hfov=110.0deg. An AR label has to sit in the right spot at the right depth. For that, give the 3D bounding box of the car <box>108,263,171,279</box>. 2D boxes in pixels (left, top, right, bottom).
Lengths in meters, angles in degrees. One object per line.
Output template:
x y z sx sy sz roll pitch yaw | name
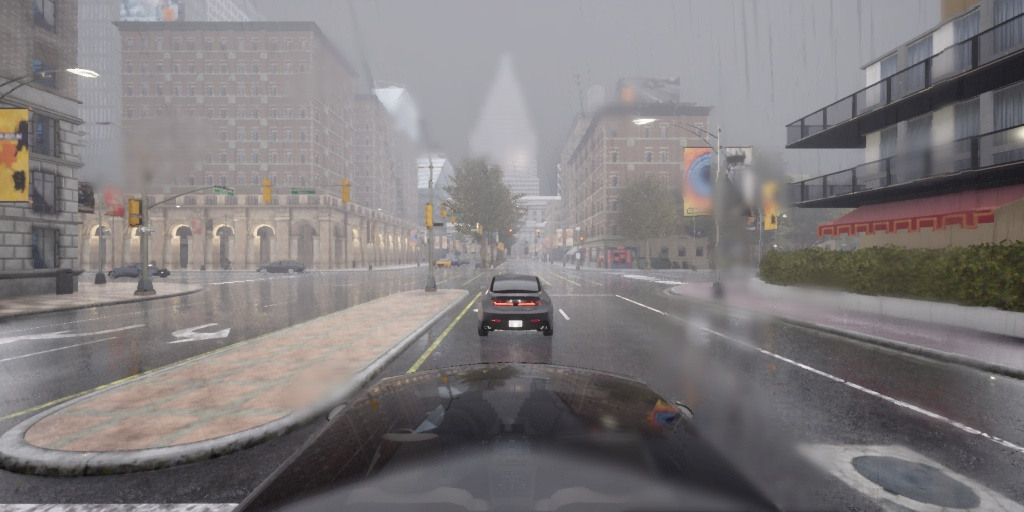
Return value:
-33.556 1.314 32.352 4.181 1.385 1.994 0 0 0 | car

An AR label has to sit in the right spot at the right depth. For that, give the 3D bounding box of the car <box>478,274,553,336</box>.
0.101 1.255 10.369 1.837 1.490 4.892 0 0 0 | car

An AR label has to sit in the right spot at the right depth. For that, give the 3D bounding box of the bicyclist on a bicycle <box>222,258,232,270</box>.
-37.171 1.050 46.808 0.582 1.620 1.656 0 0 0 | bicyclist on a bicycle

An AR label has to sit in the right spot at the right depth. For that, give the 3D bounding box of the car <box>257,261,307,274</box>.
-25.354 1.255 39.581 4.892 1.490 1.837 0 1 -3 | car

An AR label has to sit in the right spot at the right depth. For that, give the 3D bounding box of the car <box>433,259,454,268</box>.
-11.408 1.228 59.708 1.882 1.535 5.008 0 0 0 | car
